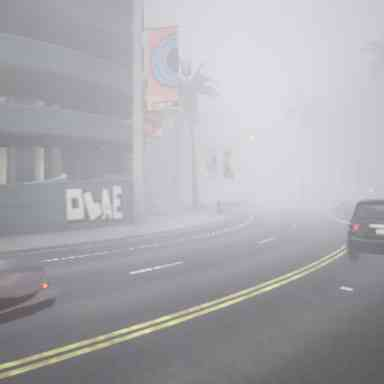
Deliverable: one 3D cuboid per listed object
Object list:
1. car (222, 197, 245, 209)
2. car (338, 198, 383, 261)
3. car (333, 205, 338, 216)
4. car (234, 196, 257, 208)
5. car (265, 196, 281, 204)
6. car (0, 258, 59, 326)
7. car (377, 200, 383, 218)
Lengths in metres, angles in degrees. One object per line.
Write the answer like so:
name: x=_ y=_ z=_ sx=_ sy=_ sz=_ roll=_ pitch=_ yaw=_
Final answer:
car: x=5.832 y=1.776 z=49.015 sx=1.895 sy=1.301 sz=4.718 roll=0 pitch=0 yaw=-9
car: x=7.018 y=1.229 z=11.697 sx=2.150 sy=2.045 sz=5.566 roll=0 pitch=0 yaw=36
car: x=14.143 y=1.545 z=29.972 sx=1.837 sy=1.490 sz=4.892 roll=0 pitch=0 yaw=9
car: x=8.740 y=1.665 z=52.926 sx=2.128 sy=1.511 sz=4.902 roll=0 pitch=0 yaw=-9
car: x=16.516 y=1.668 z=67.948 sx=2.231 sy=1.521 sz=4.892 roll=0 pitch=0 yaw=-9
car: x=-4.875 y=1.602 z=4.823 sx=5.357 sy=1.411 sz=2.033 roll=0 pitch=0 yaw=-35
car: x=17.259 y=1.487 z=27.608 sx=1.882 sy=1.535 sz=5.008 roll=0 pitch=0 yaw=11
